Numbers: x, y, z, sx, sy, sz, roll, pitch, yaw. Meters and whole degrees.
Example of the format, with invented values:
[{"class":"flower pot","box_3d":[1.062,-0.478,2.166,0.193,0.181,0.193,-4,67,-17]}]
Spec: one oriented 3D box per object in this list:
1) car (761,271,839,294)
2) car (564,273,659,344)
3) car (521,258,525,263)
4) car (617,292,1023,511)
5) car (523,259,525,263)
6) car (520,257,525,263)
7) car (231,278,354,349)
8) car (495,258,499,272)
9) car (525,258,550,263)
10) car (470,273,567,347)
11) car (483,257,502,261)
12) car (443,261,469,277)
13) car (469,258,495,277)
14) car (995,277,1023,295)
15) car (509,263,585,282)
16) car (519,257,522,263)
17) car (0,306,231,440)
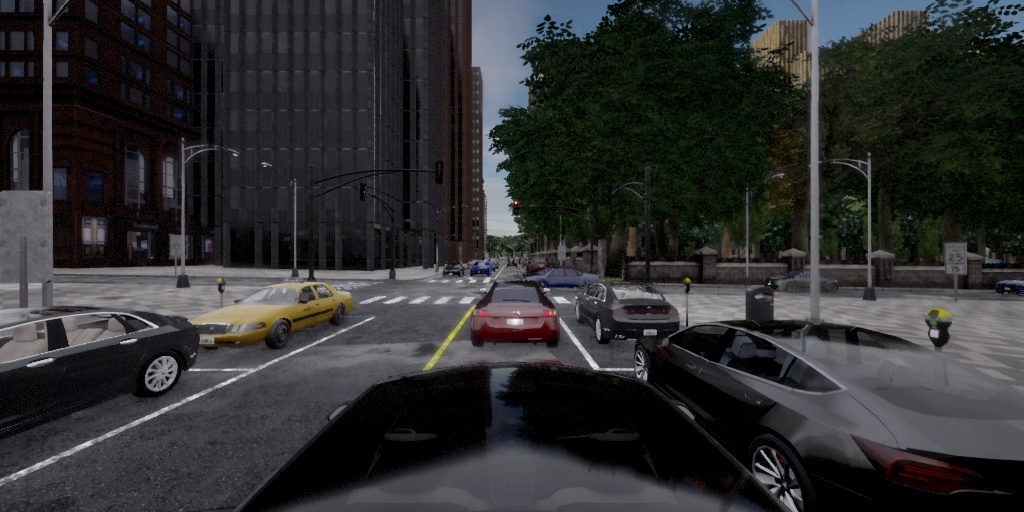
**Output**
[{"class":"car","box_3d":[19.347,1.734,24.179,4.181,1.385,1.994,1,0,0]},{"class":"car","box_3d":[2.763,1.301,9.349,2.007,1.370,4.403,0,0,0]},{"class":"car","box_3d":[2.760,1.331,52.383,2.007,1.370,4.403,0,0,0]},{"class":"car","box_3d":[2.763,1.316,3.836,1.948,1.339,4.313,0,0,0]},{"class":"car","box_3d":[2.761,1.340,46.926,1.948,1.339,4.313,0,0,0]},{"class":"car","box_3d":[2.760,1.337,57.839,2.007,1.370,4.403,0,0,0]},{"class":"car","box_3d":[-5.763,1.276,9.170,1.751,1.417,4.829,0,0,0]},{"class":"car","box_3d":[-3.093,1.338,46.584,1.994,1.385,4.181,0,0,0]},{"class":"car","box_3d":[2.761,1.077,36.014,2.192,1.841,5.009,0,0,0]},{"class":"car","box_3d":[0.081,1.314,9.344,1.994,1.385,4.181,0,0,0]},{"class":"car","box_3d":[-3.086,1.277,56.630,2.128,1.511,4.902,0,0,0]},{"class":"car","box_3d":[-5.764,1.328,36.004,1.948,1.339,4.313,0,0,0]},{"class":"car","box_3d":[-3.093,1.241,36.619,1.882,1.535,5.008,0,0,0]},{"class":"car","box_3d":[36.014,1.996,24.261,5.008,1.535,1.882,1,0,0]},{"class":"car","box_3d":[2.807,1.378,22.168,5.357,1.411,2.033,1,0,-18]},{"class":"car","box_3d":[2.760,1.233,63.296,1.967,1.591,4.097,0,0,0]},{"class":"car","box_3d":[-5.762,1.301,3.827,2.007,1.370,4.403,0,0,0]}]
